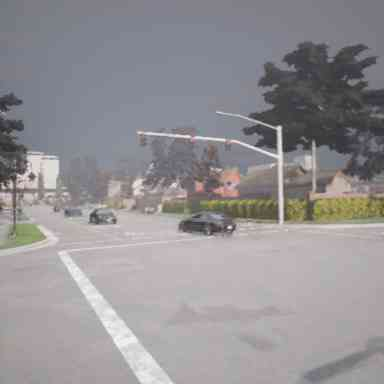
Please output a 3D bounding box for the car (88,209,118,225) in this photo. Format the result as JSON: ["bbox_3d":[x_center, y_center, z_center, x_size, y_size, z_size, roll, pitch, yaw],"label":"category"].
[{"bbox_3d":[-8.612,2.348,32.015,1.812,1.442,4.674,0,-1,-28],"label":"car"}]

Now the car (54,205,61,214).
[{"bbox_3d":[-24.795,3.140,62.394,1.837,1.490,4.892,0,-1,-28],"label":"car"}]

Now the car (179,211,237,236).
[{"bbox_3d":[0.942,1.987,21.509,1.812,1.442,4.674,-2,0,-34],"label":"car"}]

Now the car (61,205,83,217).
[{"bbox_3d":[-17.033,2.836,47.739,2.033,1.411,5.357,0,-1,-28],"label":"car"}]
